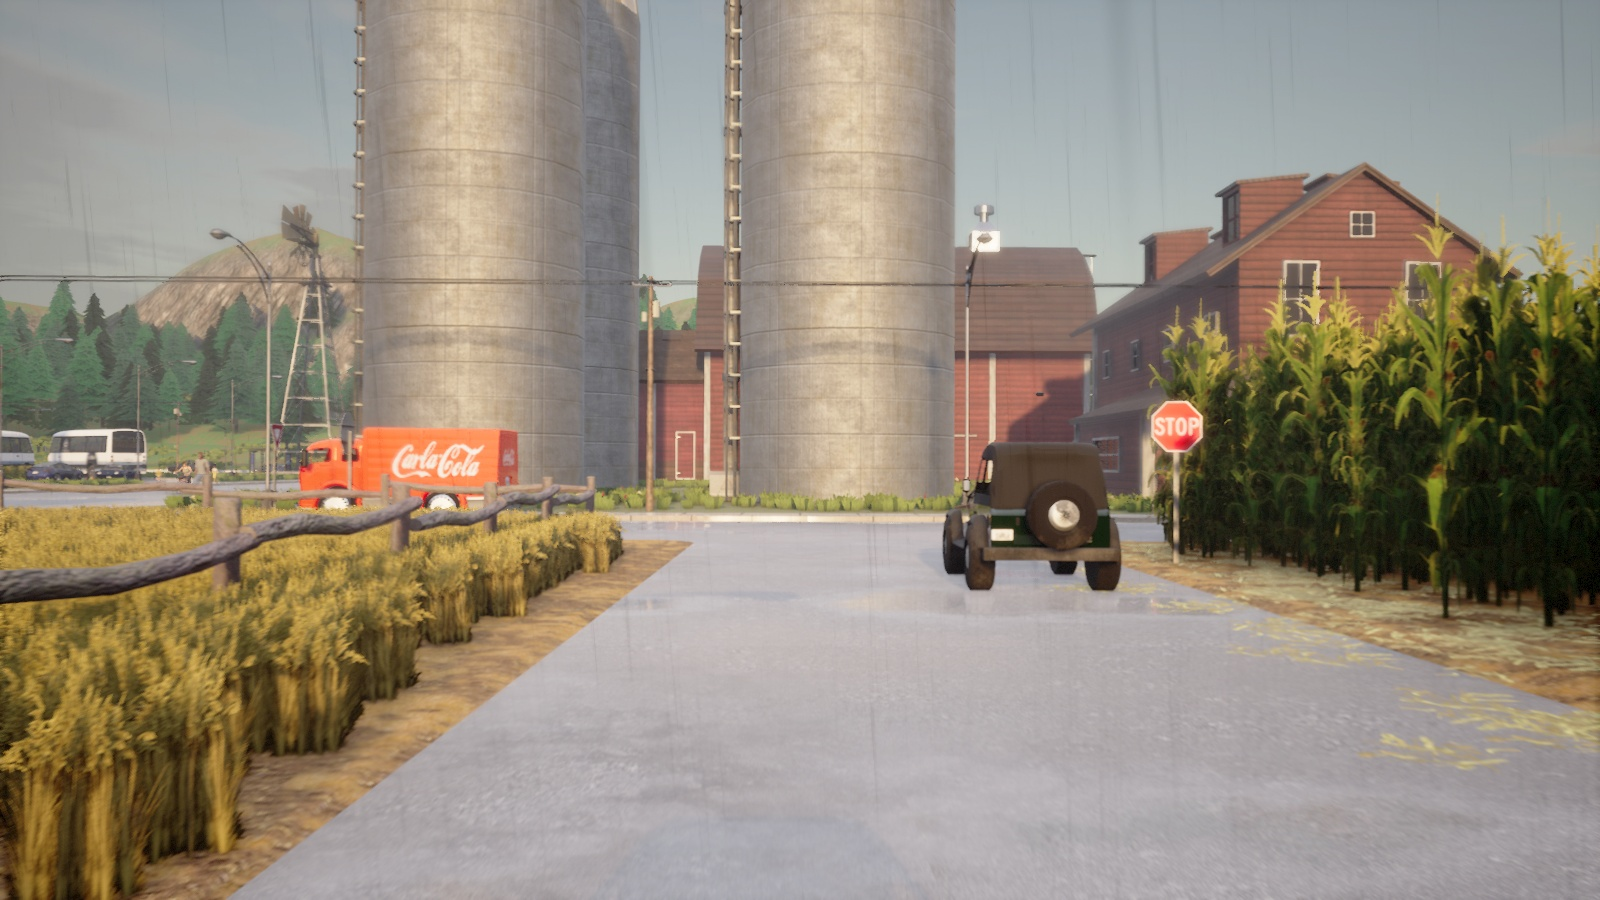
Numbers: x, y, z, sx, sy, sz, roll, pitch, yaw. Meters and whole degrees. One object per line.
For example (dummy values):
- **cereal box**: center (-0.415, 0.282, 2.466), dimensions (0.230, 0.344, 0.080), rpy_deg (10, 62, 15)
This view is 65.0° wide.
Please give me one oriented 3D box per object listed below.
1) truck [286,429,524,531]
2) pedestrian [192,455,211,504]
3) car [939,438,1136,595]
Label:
- **truck**: center (-9.917, 0.749, 31.914), dimensions (5.204, 2.467, 2.627), rpy_deg (0, -1, 1)
- **pedestrian**: center (-22.565, 1.110, 47.315), dimensions (0.354, 1.836, 0.706), rpy_deg (0, -1, 3)
- **car**: center (3.058, 0.817, 17.001), dimensions (1.905, 1.878, 3.866), rpy_deg (0, -1, 0)
